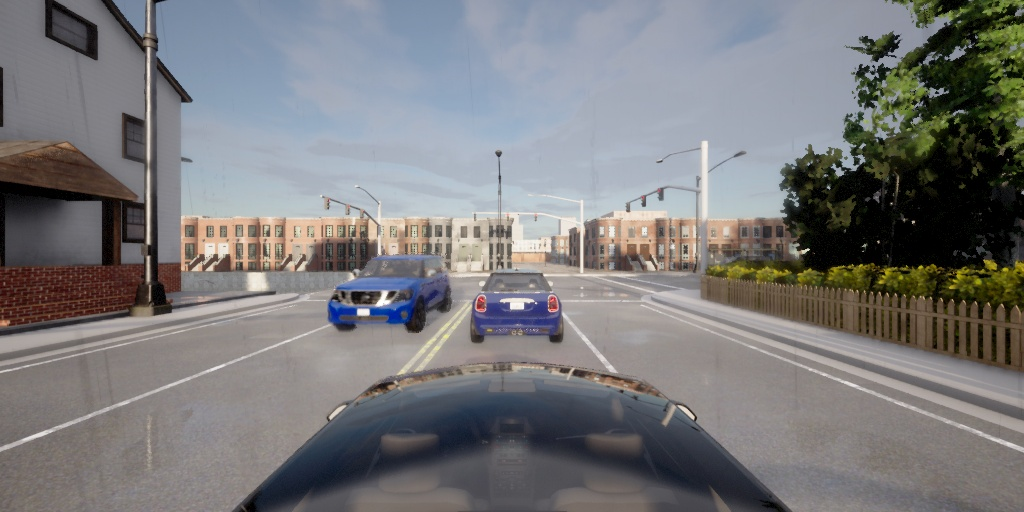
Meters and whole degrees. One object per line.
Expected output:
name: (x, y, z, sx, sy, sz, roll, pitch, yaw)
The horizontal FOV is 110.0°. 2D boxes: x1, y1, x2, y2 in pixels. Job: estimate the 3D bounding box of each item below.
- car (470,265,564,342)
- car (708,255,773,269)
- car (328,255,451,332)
car: (0.111, 1.102, 9.888, 2.097, 1.767, 4.553, 0, 0, 0)
car: (18.743, 0.971, 29.598, 5.566, 2.045, 2.150, 0, 0, 0)
car: (-3.385, 0.971, 11.188, 2.150, 2.045, 5.566, 0, 0, 2)
